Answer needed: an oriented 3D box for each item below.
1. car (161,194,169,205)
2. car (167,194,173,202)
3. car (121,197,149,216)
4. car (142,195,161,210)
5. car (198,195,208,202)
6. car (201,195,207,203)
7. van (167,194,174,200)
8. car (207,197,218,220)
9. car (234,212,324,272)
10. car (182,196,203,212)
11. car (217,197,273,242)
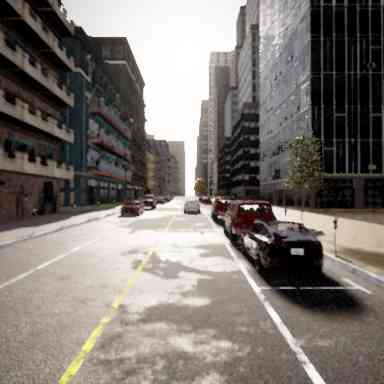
[{"bbox_3d":[-5.825,1.565,60.222,1.947,1.339,4.313,1,0,0],"label":"car"},{"bbox_3d":[-5.854,1.333,71.268,2.192,1.841,5.009,1,0,0],"label":"car"},{"bbox_3d":[-5.757,1.521,32.605,1.887,1.381,4.507,1,0,0],"label":"car"},{"bbox_3d":[-5.782,1.295,43.652,2.192,1.841,5.009,1,0,0],"label":"car"},{"bbox_3d":[2.523,1.465,76.811,1.967,1.590,4.097,1,0,0],"label":"car"},{"bbox_3d":[2.555,1.577,60.241,1.802,1.307,4.206,1,0,0],"label":"car"},{"bbox_3d":[-5.883,1.417,93.361,1.690,1.788,3.998,1,0,0],"label":"van"},{"bbox_3d":[2.639,1.287,27.103,2.192,1.841,5.009,1,0,0],"label":"car"},{"bbox_3d":[2.677,1.551,10.534,1.947,1.339,4.313,1,0,0],"label":"car"},{"bbox_3d":[0.011,1.499,38.353,1.812,1.442,4.674,0,0,0],"label":"car"},{"bbox_3d":[2.667,1.295,16.057,2.192,1.841,5.009,1,0,0],"label":"car"}]
